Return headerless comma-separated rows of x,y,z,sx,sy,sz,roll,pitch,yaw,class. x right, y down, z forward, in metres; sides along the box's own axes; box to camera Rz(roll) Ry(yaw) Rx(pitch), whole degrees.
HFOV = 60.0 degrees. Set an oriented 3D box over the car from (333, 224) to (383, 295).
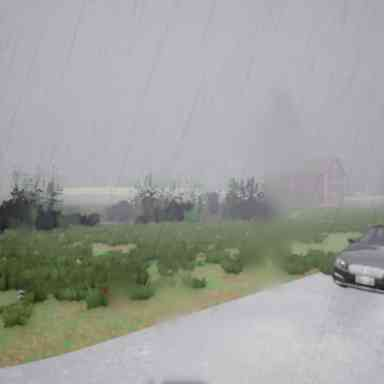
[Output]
5.412,1.601,8.602,4.902,1.511,2.128,1,-1,-43,car
